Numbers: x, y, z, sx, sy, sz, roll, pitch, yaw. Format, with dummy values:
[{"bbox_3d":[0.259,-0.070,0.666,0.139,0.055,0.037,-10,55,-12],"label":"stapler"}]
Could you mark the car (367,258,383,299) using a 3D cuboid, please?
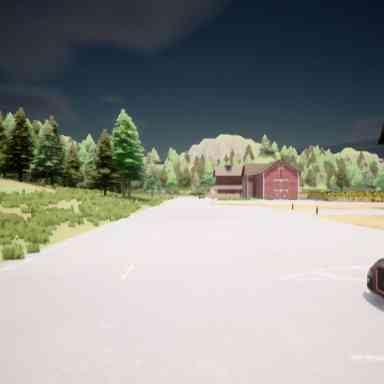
[{"bbox_3d":[5.558,1.496,6.054,4.181,1.381,1.994,0,0,-1],"label":"car"}]
